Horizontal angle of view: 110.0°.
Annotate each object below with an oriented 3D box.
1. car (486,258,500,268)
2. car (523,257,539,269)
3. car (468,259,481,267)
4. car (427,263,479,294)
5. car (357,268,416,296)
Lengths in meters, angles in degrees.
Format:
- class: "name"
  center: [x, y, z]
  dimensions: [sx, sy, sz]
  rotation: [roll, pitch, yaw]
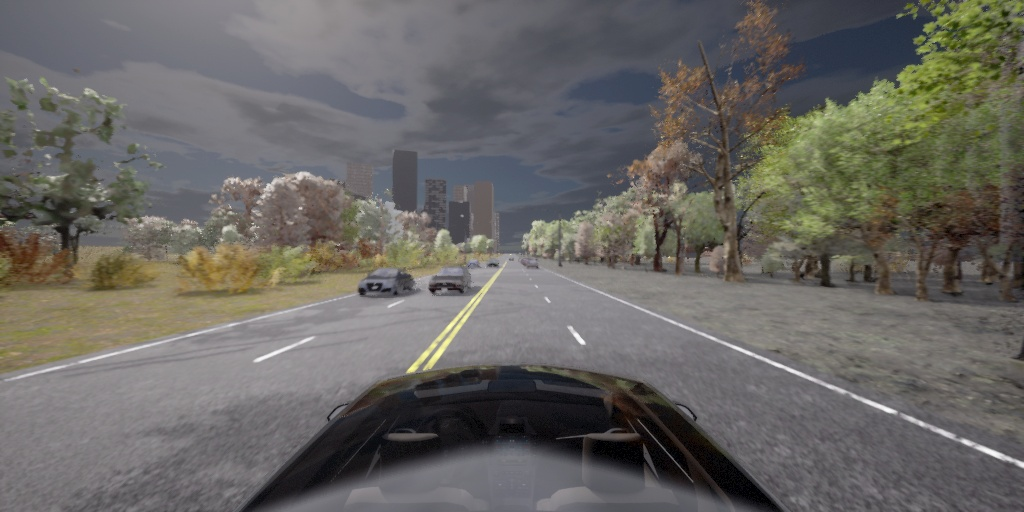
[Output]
- class: "car"
  center: [-3.284, 1.109, 62.392]
  dimensions: [2.097, 1.767, 4.553]
  rotation: [0, 0, 0]
- class: "car"
  center: [3.239, 1.301, 56.824]
  dimensions: [2.033, 1.411, 5.357]
  rotation: [0, 0, 0]
- class: "car"
  center: [-6.530, 1.287, 61.214]
  dimensions: [1.812, 1.442, 4.674]
  rotation: [0, 0, 0]
- class: "car"
  center: [-3.348, 1.306, 20.495]
  dimensions: [2.033, 1.411, 5.357]
  rotation: [0, 0, 0]
- class: "car"
  center: [-6.595, 1.322, 19.201]
  dimensions: [1.994, 1.385, 4.181]
  rotation: [0, 0, 0]
